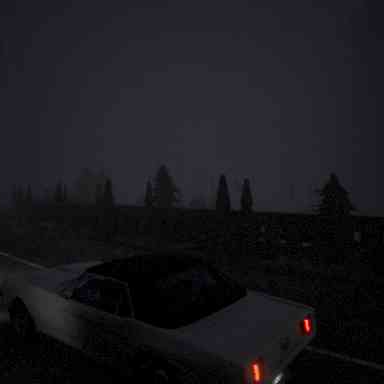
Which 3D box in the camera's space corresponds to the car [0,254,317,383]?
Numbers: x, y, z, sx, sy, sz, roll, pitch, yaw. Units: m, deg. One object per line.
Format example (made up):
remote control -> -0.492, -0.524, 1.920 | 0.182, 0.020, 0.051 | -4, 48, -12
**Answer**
car -> -0.863, 1.603, 4.802 | 4.718, 1.301, 1.895 | 0, 0, 38
